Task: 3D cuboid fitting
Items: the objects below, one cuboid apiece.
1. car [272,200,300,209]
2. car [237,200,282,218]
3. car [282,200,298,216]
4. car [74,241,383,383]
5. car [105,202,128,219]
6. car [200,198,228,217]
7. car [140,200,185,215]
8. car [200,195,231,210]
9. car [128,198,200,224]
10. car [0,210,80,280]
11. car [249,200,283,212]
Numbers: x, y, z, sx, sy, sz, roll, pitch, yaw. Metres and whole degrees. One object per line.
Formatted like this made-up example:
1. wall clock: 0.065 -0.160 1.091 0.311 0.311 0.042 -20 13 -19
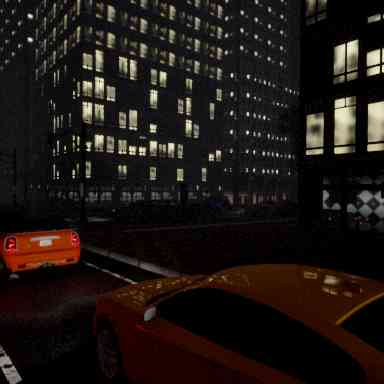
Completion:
1. car: 14.433 1.881 50.964 4.313 1.339 1.947 1 0 -39
2. car: 6.719 1.832 33.908 4.829 1.417 1.752 1 0 -39
3. car: 10.965 1.936 37.356 4.206 1.307 1.802 1 0 -39
4. car: 0.739 1.476 3.261 1.882 1.535 5.008 0 0 -40
5. car: -5.781 1.642 31.216 4.674 1.442 1.812 1 1 -38
6. car: 0.748 1.695 32.389 5.008 1.535 1.882 1 1 -39
7. car: -3.208 1.647 36.643 4.829 1.417 1.752 1 0 -39
8. car: 1.903 1.423 37.435 5.566 2.045 2.150 1 1 -39
9. car: -2.168 1.523 26.691 5.009 1.841 2.192 1 0 -39
10. car: -5.188 1.347 10.313 2.097 1.767 4.553 0 0 -40
11. car: 9.793 1.814 43.837 4.674 1.442 1.812 1 1 -39
